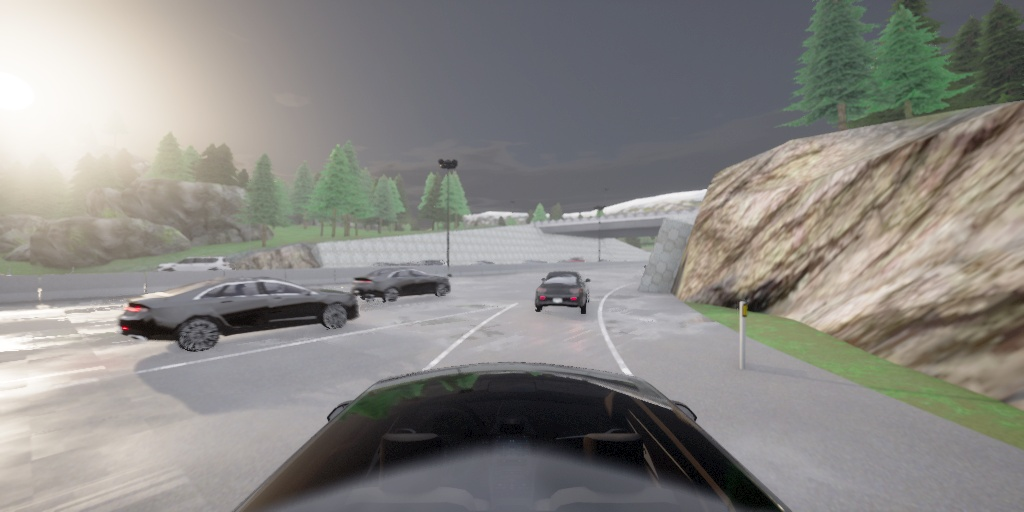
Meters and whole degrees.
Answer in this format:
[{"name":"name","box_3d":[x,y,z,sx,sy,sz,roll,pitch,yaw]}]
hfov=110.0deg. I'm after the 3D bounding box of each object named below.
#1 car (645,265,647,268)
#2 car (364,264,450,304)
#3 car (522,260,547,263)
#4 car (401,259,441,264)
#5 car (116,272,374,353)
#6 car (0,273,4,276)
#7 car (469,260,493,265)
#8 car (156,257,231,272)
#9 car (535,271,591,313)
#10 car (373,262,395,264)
[{"name":"car","box_3d":[16.558,1.406,40.765,2.128,1.511,4.902,0,0,36]},{"name":"car","box_3d":[-5.050,1.299,16.927,2.128,1.511,4.902,0,0,36]},{"name":"car","box_3d":[3.145,1.454,58.360,1.882,1.535,5.008,0,0,36]},{"name":"car","box_3d":[-9.839,1.250,40.472,2.097,1.767,4.553,0,0,36]},{"name":"car","box_3d":[-6.396,1.266,9.108,2.128,1.511,4.902,0,0,36]},{"name":"car","box_3d":[-27.345,1.269,16.332,1.882,1.535,5.008,0,-1,36]},{"name":"car","box_3d":[-4.661,1.445,53.573,2.128,1.511,4.902,0,0,36]},{"name":"car","box_3d":[-31.598,1.087,35.785,5.566,2.045,2.150,0,0,-31]},{"name":"car","box_3d":[2.110,1.326,14.292,1.812,1.442,4.674,0,0,14]},{"name":"car","box_3d":[-14.596,1.384,39.877,2.128,1.511,4.902,0,0,36]}]
